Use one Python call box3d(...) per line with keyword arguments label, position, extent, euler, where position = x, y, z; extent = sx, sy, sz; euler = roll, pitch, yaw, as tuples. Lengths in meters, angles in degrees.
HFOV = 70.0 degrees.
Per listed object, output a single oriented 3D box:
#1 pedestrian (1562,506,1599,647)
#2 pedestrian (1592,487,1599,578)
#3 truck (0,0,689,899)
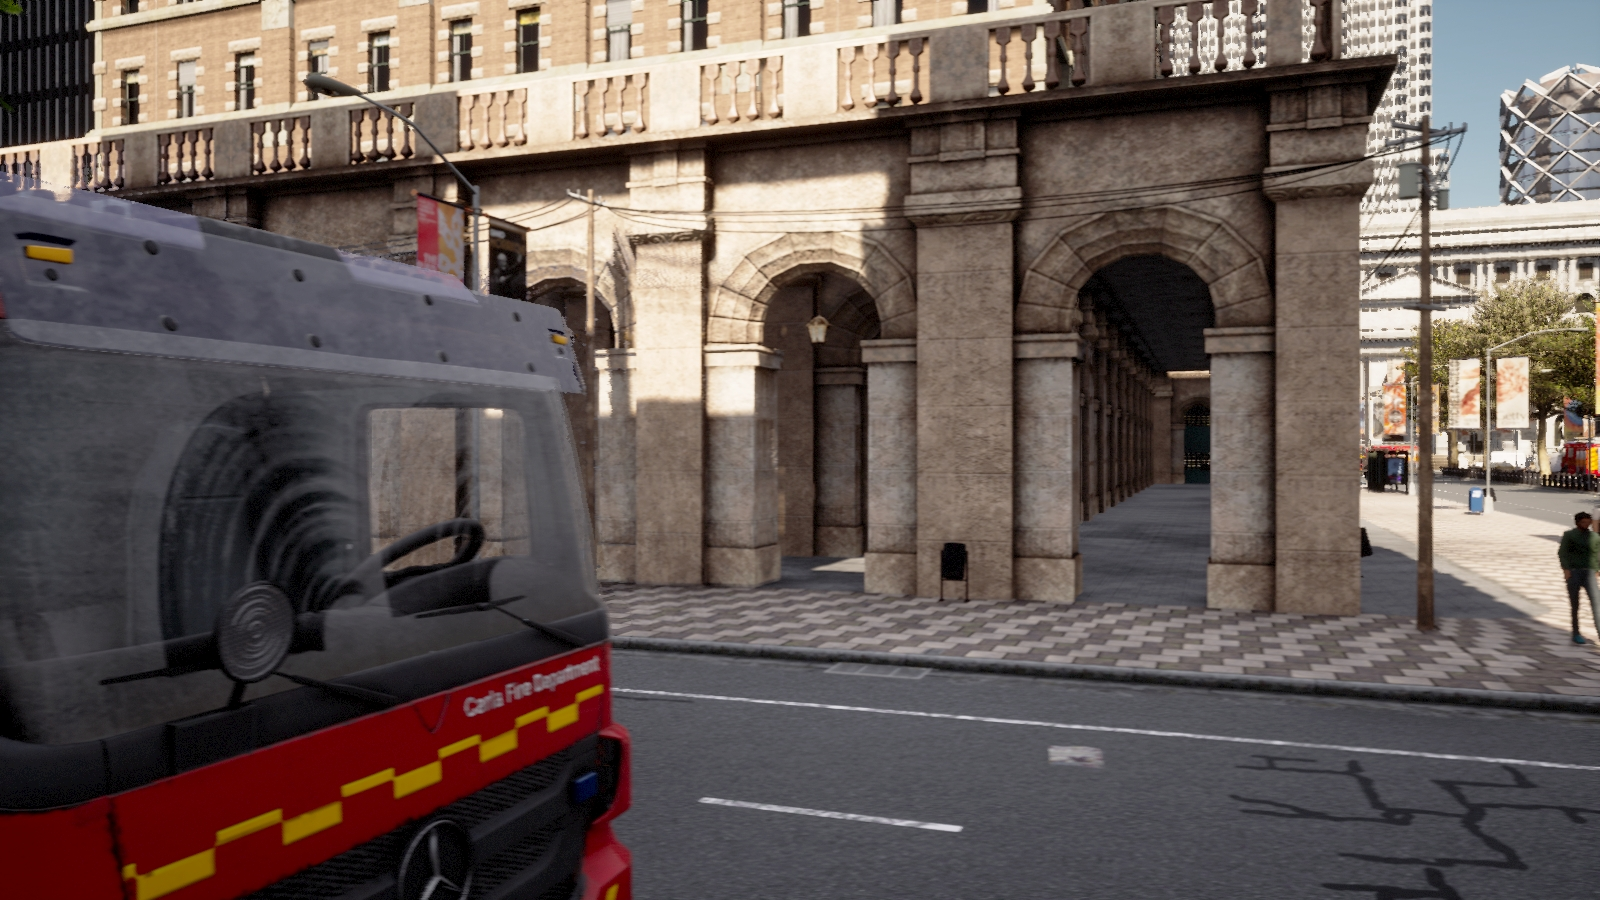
box3d(label="pedestrian", position=(10.603, 1.697, 15.455), extent=(0.375, 1.860, 0.375), euler=(0, 0, 11))
box3d(label="pedestrian", position=(16.650, 1.697, 23.609), extent=(0.375, 1.860, 0.375), euler=(0, 0, 17))
box3d(label="truck", position=(-4.931, 0.890, 4.806), extent=(8.468, 3.827, 2.891), euler=(0, 0, 20))
